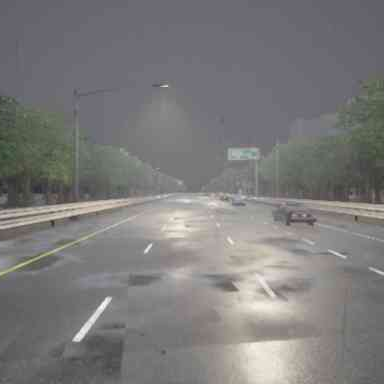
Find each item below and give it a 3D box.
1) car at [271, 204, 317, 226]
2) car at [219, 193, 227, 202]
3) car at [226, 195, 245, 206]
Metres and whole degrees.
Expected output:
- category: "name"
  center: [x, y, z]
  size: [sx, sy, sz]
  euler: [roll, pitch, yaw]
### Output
- category: "car"
  center: [7.032, 1.547, 23.328]
  size: [2.033, 1.411, 5.357]
  euler: [0, 0, 0]
- category: "car"
  center: [7.304, 1.311, 75.890]
  size: [2.097, 1.767, 4.553]
  euler: [0, 0, 0]
- category: "car"
  center: [7.157, 1.531, 52.920]
  size: [2.033, 1.411, 5.357]
  euler: [0, 0, 0]
